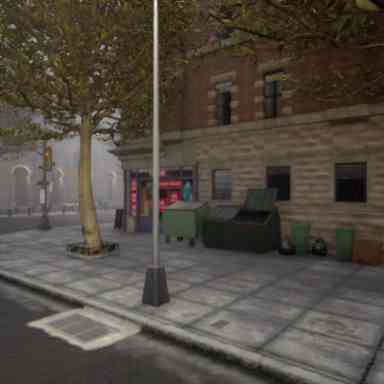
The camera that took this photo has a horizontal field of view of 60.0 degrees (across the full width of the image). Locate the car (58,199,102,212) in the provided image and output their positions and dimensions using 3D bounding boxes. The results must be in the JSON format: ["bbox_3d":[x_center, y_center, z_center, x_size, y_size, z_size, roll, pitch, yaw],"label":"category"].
[{"bbox_3d":[-13.529,1.555,39.668,1.812,1.442,4.674,0,0,38],"label":"car"}]

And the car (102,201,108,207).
[{"bbox_3d":[-14.789,1.635,48.862,1.895,1.301,4.718,0,0,38],"label":"car"}]
